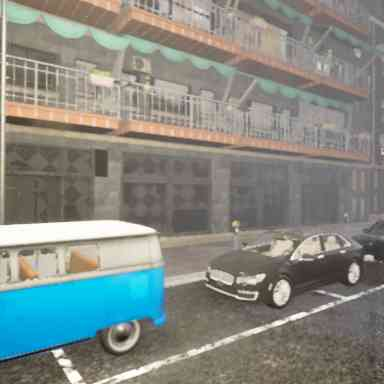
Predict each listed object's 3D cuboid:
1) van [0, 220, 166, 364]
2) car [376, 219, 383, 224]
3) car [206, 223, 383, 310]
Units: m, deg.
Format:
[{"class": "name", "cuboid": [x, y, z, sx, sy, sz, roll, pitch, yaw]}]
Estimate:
[{"class": "van", "cuboid": [-2.288, 1.340, 4.451, 3.998, 1.788, 1.690, 0, 1, -35]}, {"class": "car", "cuboid": [6.943, 1.550, 11.040, 4.313, 1.339, 1.947, 0, 1, -35]}, {"class": "car", "cuboid": [2.326, 1.542, 7.746, 4.403, 1.369, 2.008, 0, 1, -35]}]
